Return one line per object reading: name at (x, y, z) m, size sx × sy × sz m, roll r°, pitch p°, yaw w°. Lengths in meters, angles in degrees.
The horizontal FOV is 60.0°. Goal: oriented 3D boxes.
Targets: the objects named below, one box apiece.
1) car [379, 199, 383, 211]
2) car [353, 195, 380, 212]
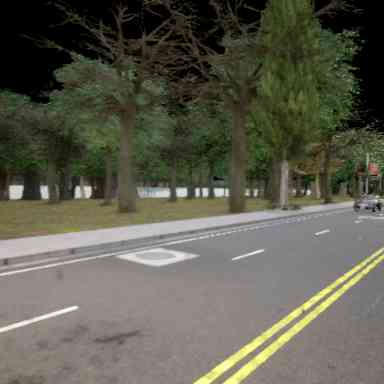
car at (16.672, 1.293, 26.489) m, size 1.895 × 1.301 × 4.718 m, roll 2°, pitch 1°, yaw 39°
car at (17.038, 1.079, 32.068) m, size 2.128 × 1.511 × 4.902 m, roll 2°, pitch 2°, yaw 39°
